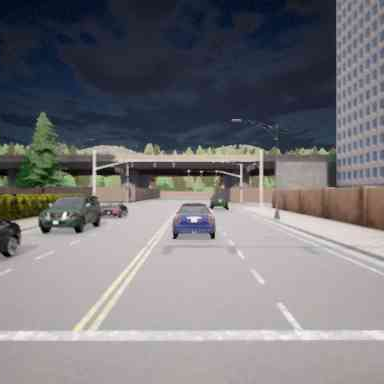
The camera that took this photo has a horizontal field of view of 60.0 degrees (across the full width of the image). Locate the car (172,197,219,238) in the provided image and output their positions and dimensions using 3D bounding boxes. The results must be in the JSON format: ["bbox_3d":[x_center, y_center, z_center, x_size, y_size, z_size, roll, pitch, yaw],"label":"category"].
[{"bbox_3d":[0.100,1.361,17.878,2.097,1.767,4.553,0,0,0],"label":"car"}]

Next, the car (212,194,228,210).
[{"bbox_3d":[3.556,1.235,44.053,2.150,2.045,5.566,0,1,0],"label":"car"}]

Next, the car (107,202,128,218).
[{"bbox_3d":[-6.999,1.579,29.878,1.994,1.385,4.181,0,0,0],"label":"car"}]

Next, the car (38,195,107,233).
[{"bbox_3d":[-7.072,1.232,20.013,2.150,2.045,5.566,0,0,0],"label":"car"}]

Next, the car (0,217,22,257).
[{"bbox_3d":[-7.096,1.497,10.145,2.128,1.511,4.902,0,0,0],"label":"car"}]
